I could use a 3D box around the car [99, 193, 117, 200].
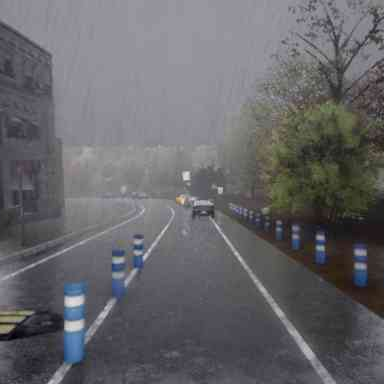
[{"bbox_3d":[-17.635,0.829,69.600,2.033,1.411,5.357,-5,3,-39],"label":"car"}]

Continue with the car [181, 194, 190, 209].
[{"bbox_3d":[0.125,1.243,39.769,1.812,1.442,4.674,-1,2,-8],"label":"car"}]

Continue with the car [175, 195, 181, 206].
[{"bbox_3d":[-1.101,0.992,46.106,1.801,1.575,5.366,-2,2,-14],"label":"car"}]

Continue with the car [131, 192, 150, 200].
[{"bbox_3d":[-10.112,0.747,64.837,2.033,1.411,5.357,-4,3,-32],"label":"car"}]

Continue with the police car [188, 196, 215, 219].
[{"bbox_3d":[0.909,1.389,29.590,1.930,1.638,5.238,0,1,-1],"label":"police car"}]
